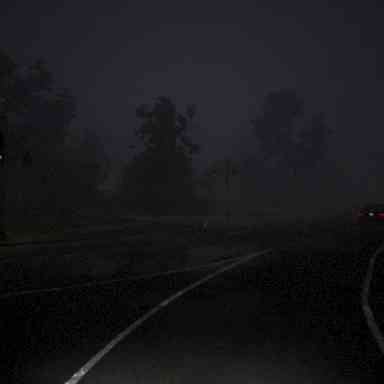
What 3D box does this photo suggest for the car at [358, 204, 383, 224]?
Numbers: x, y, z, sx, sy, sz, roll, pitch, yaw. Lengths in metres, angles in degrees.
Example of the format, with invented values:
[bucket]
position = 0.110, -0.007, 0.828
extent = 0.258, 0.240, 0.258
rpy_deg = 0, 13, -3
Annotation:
[car]
position = 13.312, 1.537, 23.979
extent = 2.033, 1.411, 5.357
rpy_deg = 0, 0, 36
